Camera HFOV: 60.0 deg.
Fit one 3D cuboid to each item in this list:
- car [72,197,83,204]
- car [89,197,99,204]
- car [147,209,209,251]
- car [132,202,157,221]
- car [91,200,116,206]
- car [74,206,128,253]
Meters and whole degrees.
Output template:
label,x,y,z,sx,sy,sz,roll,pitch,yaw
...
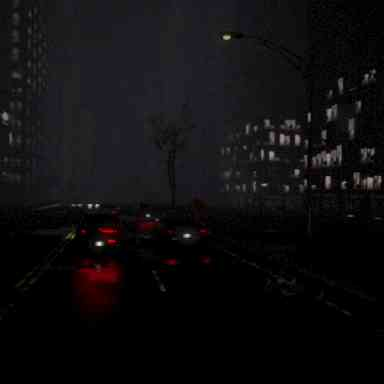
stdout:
label,x,y,z,sx,sy,sz,roll,pitch,yaw
car,-23.222,1.728,67.668,2.033,1.411,5.357,1,0,-13
car,-20.060,1.760,68.420,1.812,1.442,4.674,1,0,-13
car,-0.643,1.665,14.801,1.994,1.385,4.181,1,0,-13
car,-4.110,1.670,29.403,1.837,1.490,4.892,1,0,-13
car,-7.204,1.660,28.352,2.033,1.411,5.357,1,0,-13
car,-3.805,1.561,14.054,1.837,1.490,4.892,1,0,-13
